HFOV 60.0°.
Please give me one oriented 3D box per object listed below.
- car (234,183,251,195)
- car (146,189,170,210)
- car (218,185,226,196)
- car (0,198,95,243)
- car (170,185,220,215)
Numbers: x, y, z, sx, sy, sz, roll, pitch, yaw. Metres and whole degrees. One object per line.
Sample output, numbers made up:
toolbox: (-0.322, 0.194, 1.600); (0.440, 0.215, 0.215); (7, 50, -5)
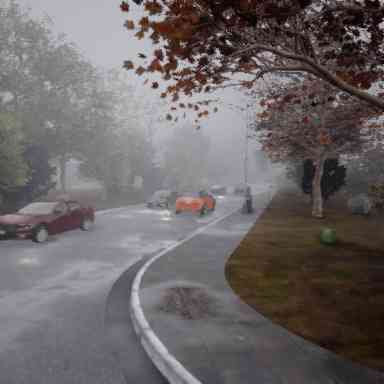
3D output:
car: (7.670, -0.503, 50.385); (2.097, 1.767, 4.553); (1, 3, 16)
car: (-2.235, 0.577, 27.967); (1.837, 1.490, 4.892); (1, 3, 16)
car: (3.785, -0.354, 49.010); (1.882, 1.535, 5.008); (2, 3, 16)
car: (-6.060, 1.063, 14.120); (1.882, 1.535, 5.008); (1, 2, 14)
car: (0.348, 0.613, 24.396); (2.097, 1.767, 4.553); (1, 3, 16)
